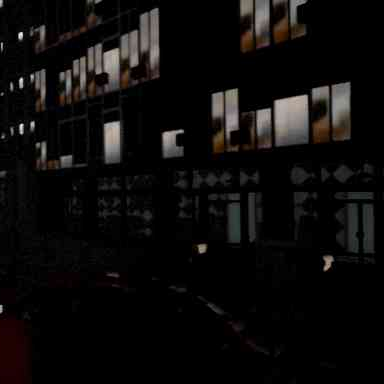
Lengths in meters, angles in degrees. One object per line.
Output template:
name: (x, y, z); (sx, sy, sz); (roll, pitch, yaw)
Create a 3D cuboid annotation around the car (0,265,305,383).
car: (-1.075, 1.545, 3.815); (4.507, 1.381, 1.887); (0, -1, 36)
